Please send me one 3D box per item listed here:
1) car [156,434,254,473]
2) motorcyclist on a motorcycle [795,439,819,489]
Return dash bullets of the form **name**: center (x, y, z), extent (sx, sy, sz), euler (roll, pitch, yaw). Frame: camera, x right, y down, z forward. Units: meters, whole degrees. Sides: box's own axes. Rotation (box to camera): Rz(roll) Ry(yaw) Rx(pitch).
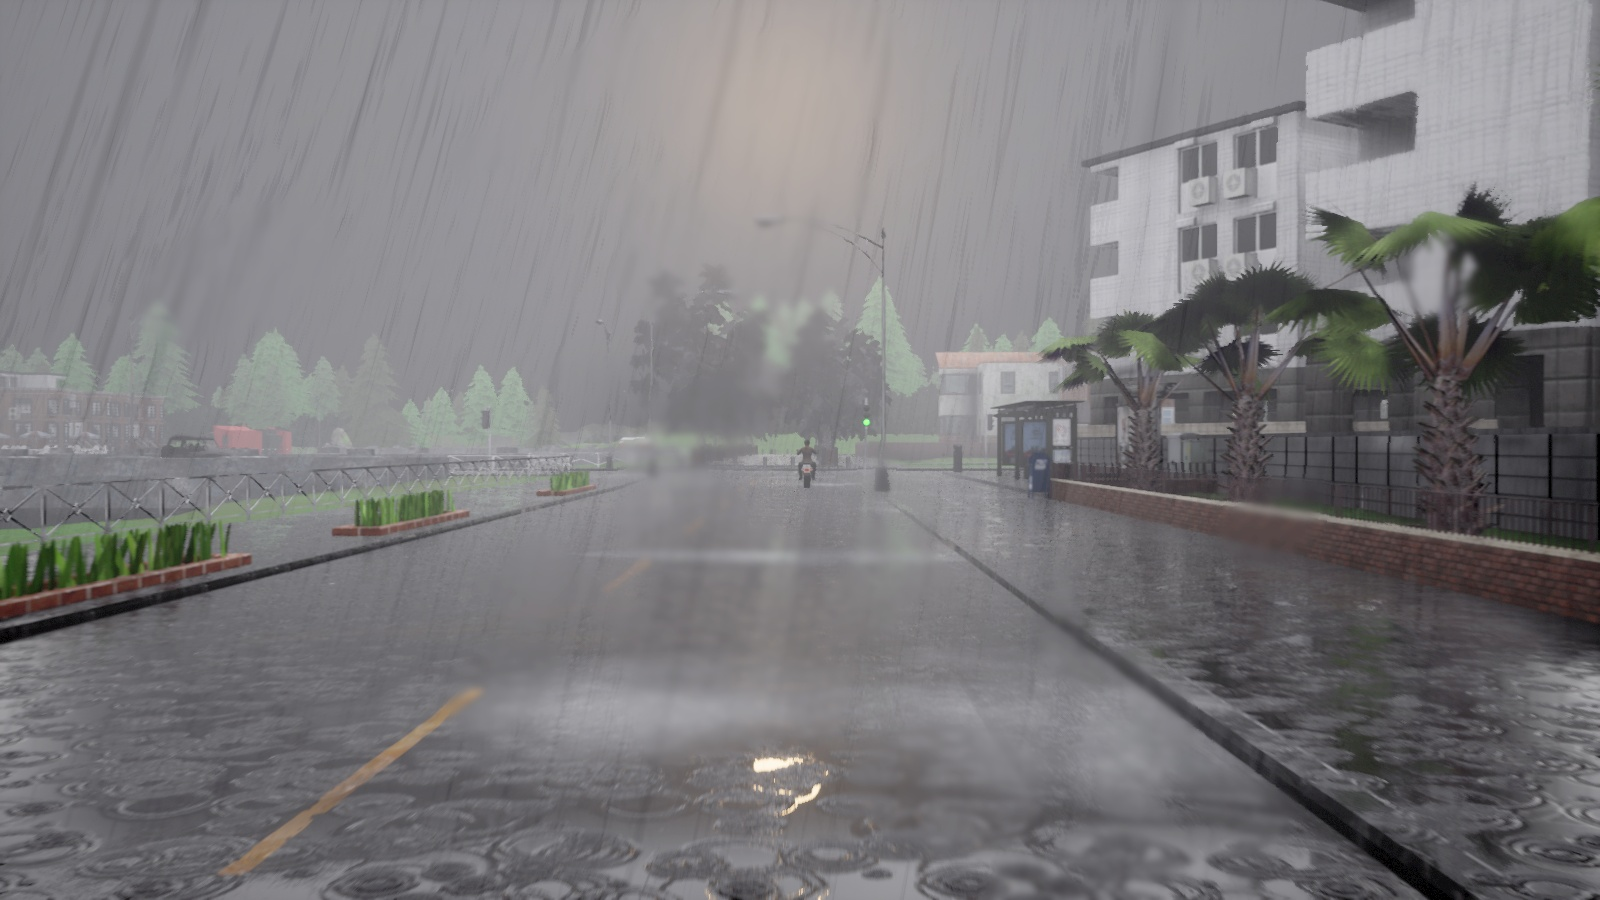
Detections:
- **car**: center (-29.133, 0.172, 61.558), extent (3.866, 1.878, 1.905), euler (0, 0, 0)
- **motorcyclist on a motorcycle**: center (0.245, 0.459, 42.268), extent (0.766, 1.649, 2.350), euler (0, 0, 1)
